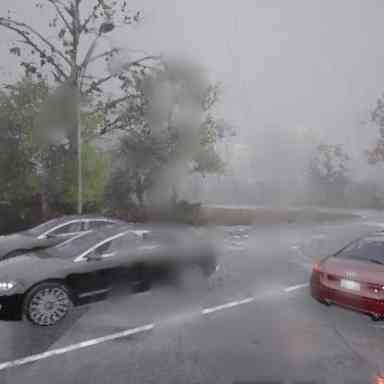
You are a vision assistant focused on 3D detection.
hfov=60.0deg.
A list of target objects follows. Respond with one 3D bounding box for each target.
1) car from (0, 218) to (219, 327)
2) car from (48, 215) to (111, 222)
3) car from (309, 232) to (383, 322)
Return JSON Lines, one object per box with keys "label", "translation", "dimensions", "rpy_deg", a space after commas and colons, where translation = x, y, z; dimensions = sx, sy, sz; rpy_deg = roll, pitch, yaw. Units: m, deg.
{"label": "car", "translation": [-1.667, 1.474, 7.068], "dimensions": [4.902, 1.511, 2.128], "rpy_deg": [0, 0, -35]}
{"label": "car", "translation": [-3.645, 1.473, 9.955], "dimensions": [4.902, 1.511, 2.128], "rpy_deg": [0, 0, -35]}
{"label": "car", "translation": [4.301, 1.515, 6.735], "dimensions": [4.181, 1.385, 1.994], "rpy_deg": [0, 0, -35]}
